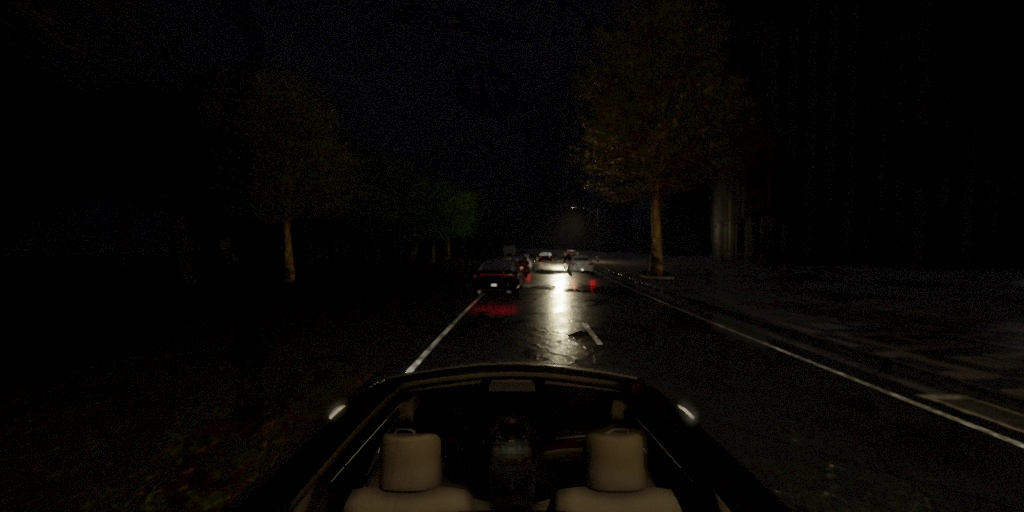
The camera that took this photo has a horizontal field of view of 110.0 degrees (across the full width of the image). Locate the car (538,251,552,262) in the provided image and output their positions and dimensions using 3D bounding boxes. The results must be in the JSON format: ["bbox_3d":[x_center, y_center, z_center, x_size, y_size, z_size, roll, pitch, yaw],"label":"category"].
[{"bbox_3d":[4.880,0.143,52.169,1.895,1.301,4.718,0,1,8],"label":"car"}]

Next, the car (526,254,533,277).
[{"bbox_3d":[0.277,0.646,26.004,1.882,1.535,5.008,0,1,6],"label":"car"}]

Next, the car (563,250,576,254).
[{"bbox_3d":[8.411,-0.069,50.885,2.097,1.767,4.553,0,2,8],"label":"car"}]

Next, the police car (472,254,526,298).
[{"bbox_3d":[-0.529,0.829,16.175,1.930,1.638,5.238,0,1,4],"label":"police car"}]

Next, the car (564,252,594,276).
[{"bbox_3d":[5.113,0.672,27.144,1.812,1.442,4.674,0,1,6],"label":"car"}]

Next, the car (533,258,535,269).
[{"bbox_3d":[0.939,0.552,31.952,1.812,1.442,4.674,0,1,7],"label":"car"}]
